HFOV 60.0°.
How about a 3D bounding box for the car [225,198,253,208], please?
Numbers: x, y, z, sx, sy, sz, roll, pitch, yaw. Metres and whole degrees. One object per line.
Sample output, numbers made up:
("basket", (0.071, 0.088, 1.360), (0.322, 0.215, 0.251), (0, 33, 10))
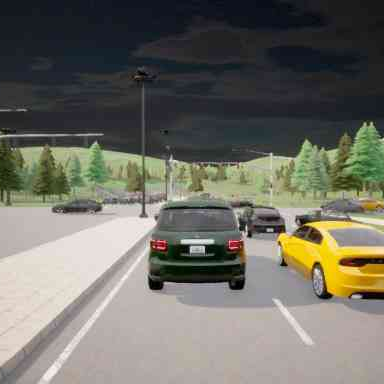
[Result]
("car", (6.892, 1.600, 48.888), (1.895, 1.301, 4.718), (0, 0, -24))

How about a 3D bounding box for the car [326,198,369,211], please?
("car", (15.442, 1.564, 34.397), (4.181, 1.385, 1.994), (0, 0, 0))

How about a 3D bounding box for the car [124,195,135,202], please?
("car", (-15.105, 1.478, 80.675), (1.882, 1.535, 5.008), (0, 0, 0))

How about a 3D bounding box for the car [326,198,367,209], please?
("car", (20.808, 1.526, 44.896), (4.674, 1.442, 1.812), (0, 0, 1))

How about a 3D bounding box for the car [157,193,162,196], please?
("car", (-8.090, 1.355, 69.618), (2.097, 1.767, 4.553), (0, 0, 0))

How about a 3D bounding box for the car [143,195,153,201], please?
("car", (-11.613, 1.552, 88.158), (1.994, 1.385, 4.181), (0, 0, 0))

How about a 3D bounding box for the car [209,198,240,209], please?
("car", (4.431, 1.601, 46.388), (1.895, 1.301, 4.718), (0, 0, -31))

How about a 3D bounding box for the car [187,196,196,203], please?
("car", (-0.052, 1.557, 73.190), (1.994, 1.385, 4.181), (0, 0, 0))

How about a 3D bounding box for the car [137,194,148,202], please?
("car", (-11.602, 1.355, 78.146), (2.097, 1.767, 4.553), (0, 0, 0))

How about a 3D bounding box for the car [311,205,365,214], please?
("car", (7.080, 1.601, 17.864), (1.895, 1.301, 4.718), (0, 0, 0))

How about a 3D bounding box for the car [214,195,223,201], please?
("car", (6.889, 1.478, 85.454), (1.882, 1.535, 5.008), (0, 0, 0))

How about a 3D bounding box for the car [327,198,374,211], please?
("car", (19.656, 1.490, 41.409), (4.902, 1.511, 2.128), (0, 0, 1))

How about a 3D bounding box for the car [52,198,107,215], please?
("car", (-11.429, 1.505, 33.240), (4.892, 1.490, 1.837), (0, 0, -2))

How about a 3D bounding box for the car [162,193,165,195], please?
("car", (-8.102, 1.552, 78.126), (1.994, 1.385, 4.181), (0, 0, 0))

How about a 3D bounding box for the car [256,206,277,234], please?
("car", (3.580, 1.505, 17.691), (1.837, 1.490, 4.892), (0, 0, 0))

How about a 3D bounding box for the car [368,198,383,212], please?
("car", (19.355, 1.477, 37.912), (5.008, 1.535, 1.882), (0, 0, 1))

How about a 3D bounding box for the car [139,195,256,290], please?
("car", (0.091, 1.221, 9.212), (2.150, 2.045, 5.566), (0, 0, 0))

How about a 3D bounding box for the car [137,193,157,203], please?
("car", (-8.142, 1.491, 60.537), (2.128, 1.511, 4.902), (0, 0, 0))

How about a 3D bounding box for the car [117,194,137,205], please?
("car", (-11.687, 1.526, 60.189), (1.812, 1.442, 4.674), (0, 0, 1))

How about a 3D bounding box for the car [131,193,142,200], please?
("car", (-15.106, 1.224, 91.217), (2.150, 2.045, 5.566), (0, 0, 0))

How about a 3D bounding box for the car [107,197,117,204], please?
("car", (-15.132, 1.564, 61.615), (1.994, 1.385, 4.181), (0, 0, 0))

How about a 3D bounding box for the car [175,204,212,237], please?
("car", (0.079, 1.505, 19.069), (1.837, 1.490, 4.892), (0, 0, 0))

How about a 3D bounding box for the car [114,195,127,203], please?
("car", (-15.091, 1.500, 70.287), (1.837, 1.490, 4.892), (0, 0, 0))

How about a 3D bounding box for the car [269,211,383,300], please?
("car", (3.589, 1.478, 8.466), (1.882, 1.535, 5.008), (0, 0, 0))
